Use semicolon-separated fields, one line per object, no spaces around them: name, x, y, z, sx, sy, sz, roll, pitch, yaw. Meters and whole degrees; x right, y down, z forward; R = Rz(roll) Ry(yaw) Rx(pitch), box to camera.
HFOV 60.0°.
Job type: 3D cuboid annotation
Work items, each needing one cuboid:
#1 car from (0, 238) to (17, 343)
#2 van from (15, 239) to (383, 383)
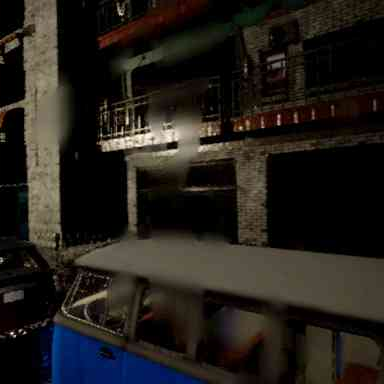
car;-4.068;1.507;5.798;4.097;1.590;1.967;-1;-1;36
van;0.568;1.351;2.491;3.998;1.788;1.690;-1;-1;36
